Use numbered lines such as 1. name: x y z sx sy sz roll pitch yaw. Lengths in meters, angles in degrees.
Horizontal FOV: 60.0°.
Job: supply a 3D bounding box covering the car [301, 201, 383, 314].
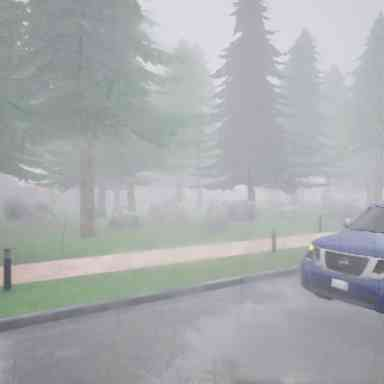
1. car: 4.782 1.181 6.998 5.566 2.045 2.150 0 1 -33
